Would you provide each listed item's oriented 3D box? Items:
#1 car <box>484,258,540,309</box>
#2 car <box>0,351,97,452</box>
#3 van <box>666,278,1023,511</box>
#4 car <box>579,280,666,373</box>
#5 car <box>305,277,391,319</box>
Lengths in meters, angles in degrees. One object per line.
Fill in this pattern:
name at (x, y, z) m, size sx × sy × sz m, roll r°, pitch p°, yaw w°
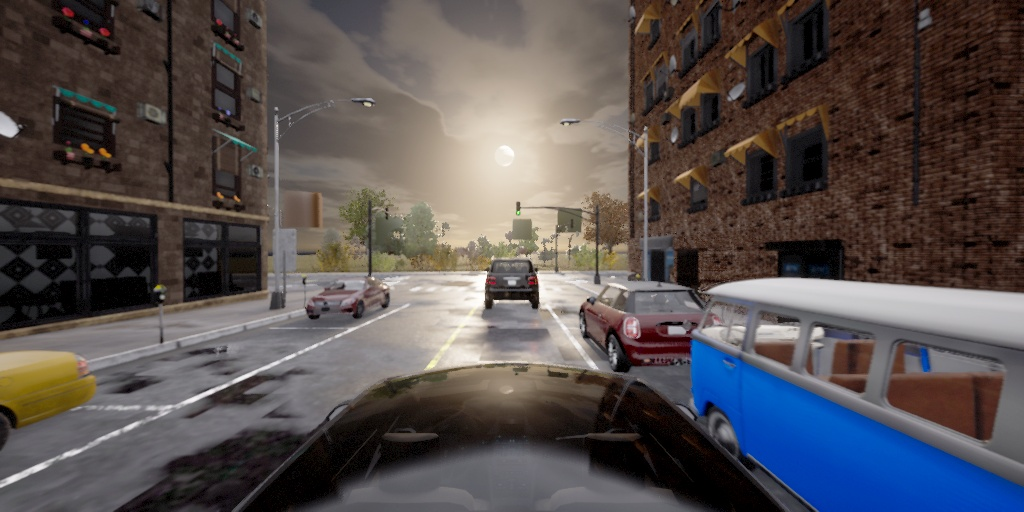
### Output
car at (0.004, 1.095, 15.870) m, size 2.150 × 2.045 × 5.566 m, roll 0°, pitch 0°, yaw 0°
car at (-5.691, 1.280, 2.015) m, size 1.751 × 1.417 × 4.829 m, roll 0°, pitch 0°, yaw 0°
van at (2.689, 1.095, 2.232) m, size 1.690 × 1.789 × 3.998 m, roll 0°, pitch 0°, yaw 0°
car at (2.690, 1.245, 7.756) m, size 1.967 × 1.591 × 4.097 m, roll 0°, pitch 0°, yaw 0°
car at (-5.787, 1.437, 13.227) m, size 1.802 × 1.307 × 4.207 m, roll 0°, pitch 0°, yaw 0°
